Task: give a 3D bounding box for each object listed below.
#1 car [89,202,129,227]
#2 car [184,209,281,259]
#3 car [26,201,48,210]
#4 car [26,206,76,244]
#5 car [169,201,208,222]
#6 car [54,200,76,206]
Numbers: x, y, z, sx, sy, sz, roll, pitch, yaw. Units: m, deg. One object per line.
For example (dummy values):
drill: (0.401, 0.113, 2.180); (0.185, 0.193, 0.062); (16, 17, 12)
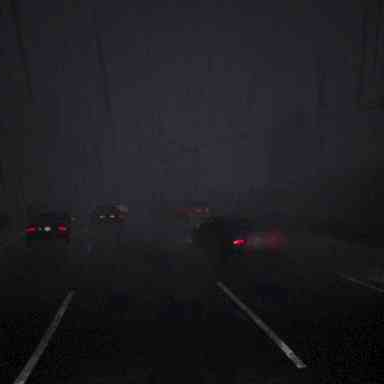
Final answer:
car: (-6.324, 1.684, 24.349); (2.033, 1.411, 5.357); (0, 0, -24)
car: (1.419, 1.611, 12.916); (2.033, 1.411, 5.357); (0, 0, -15)
car: (-16.694, 1.720, 35.941); (1.837, 1.490, 4.892); (0, 0, -32)
car: (-6.991, 1.646, 16.554); (2.033, 1.411, 5.357); (0, 0, -19)
car: (-0.326, 1.494, 27.714); (2.097, 1.767, 4.553); (0, 0, -24)
car: (-15.556, 1.715, 40.672); (1.882, 1.535, 5.008); (0, 0, -33)
